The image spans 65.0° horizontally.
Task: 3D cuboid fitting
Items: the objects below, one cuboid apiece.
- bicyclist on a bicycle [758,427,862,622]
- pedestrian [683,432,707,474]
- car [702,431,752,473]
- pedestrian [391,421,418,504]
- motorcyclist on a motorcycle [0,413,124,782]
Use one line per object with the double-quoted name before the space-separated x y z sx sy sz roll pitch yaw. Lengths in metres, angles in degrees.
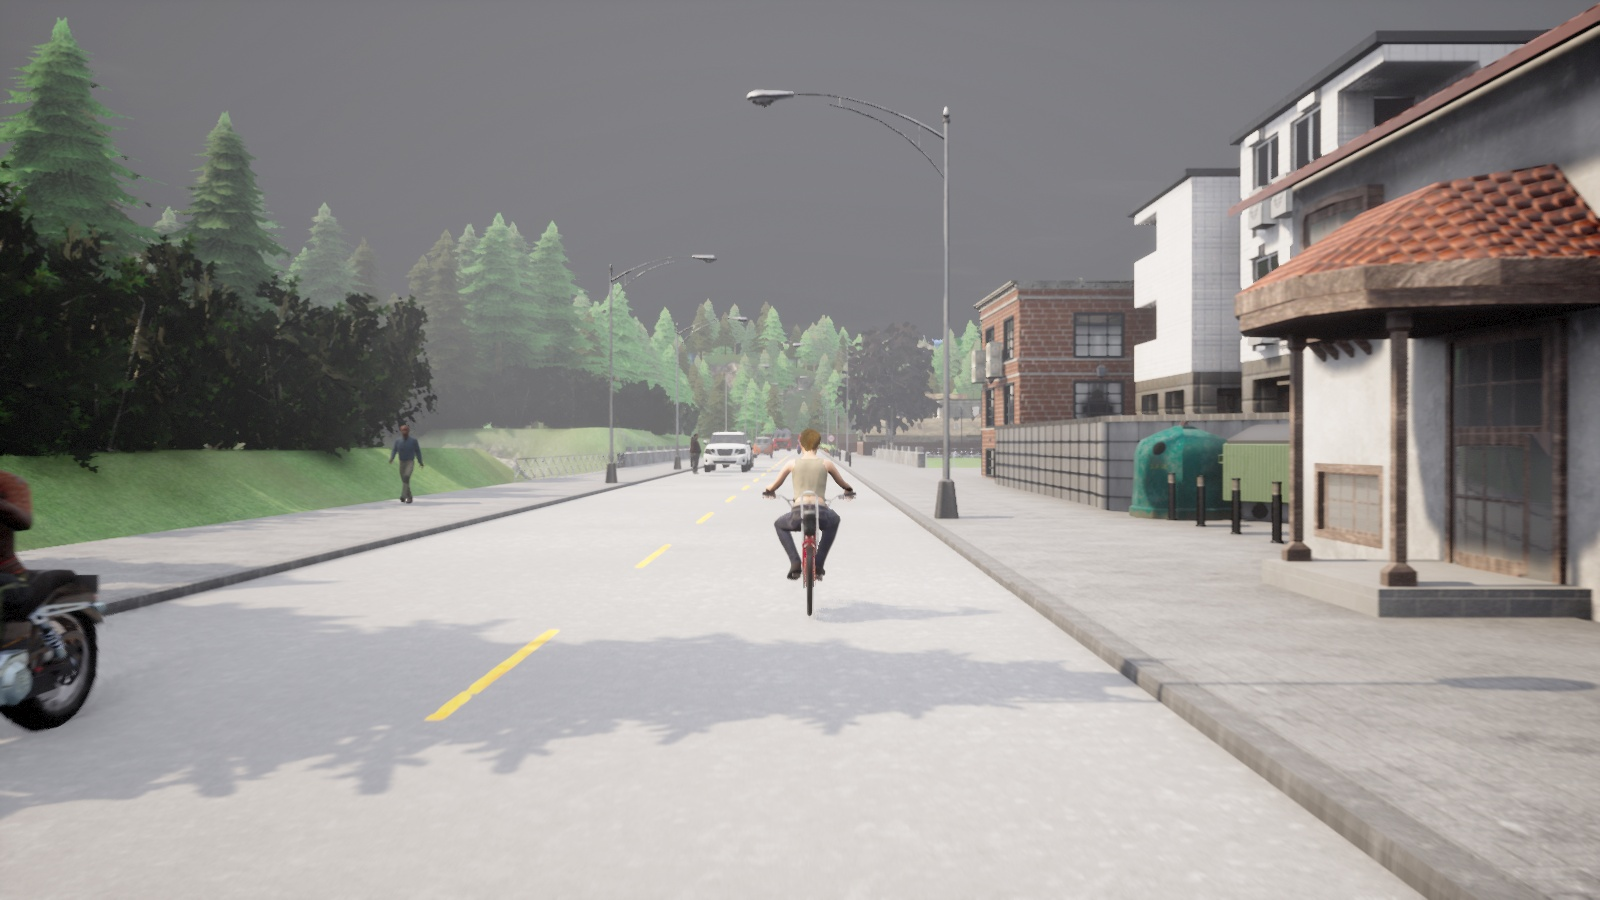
"bicyclist on a bicycle" 0.083 0.613 11.169 0.866 1.612 1.509 0 0 0
"pedestrian" -4.605 0.119 55.225 0.899 1.844 0.634 0 0 11
"car" -3.652 0.060 63.862 2.150 2.045 5.566 0 0 0
"pedestrian" -8.793 0.273 27.930 0.370 1.835 0.726 0 0 0
"motorcyclist on a motorcycle" -3.953 0.659 5.444 0.766 1.649 2.350 0 1 0
